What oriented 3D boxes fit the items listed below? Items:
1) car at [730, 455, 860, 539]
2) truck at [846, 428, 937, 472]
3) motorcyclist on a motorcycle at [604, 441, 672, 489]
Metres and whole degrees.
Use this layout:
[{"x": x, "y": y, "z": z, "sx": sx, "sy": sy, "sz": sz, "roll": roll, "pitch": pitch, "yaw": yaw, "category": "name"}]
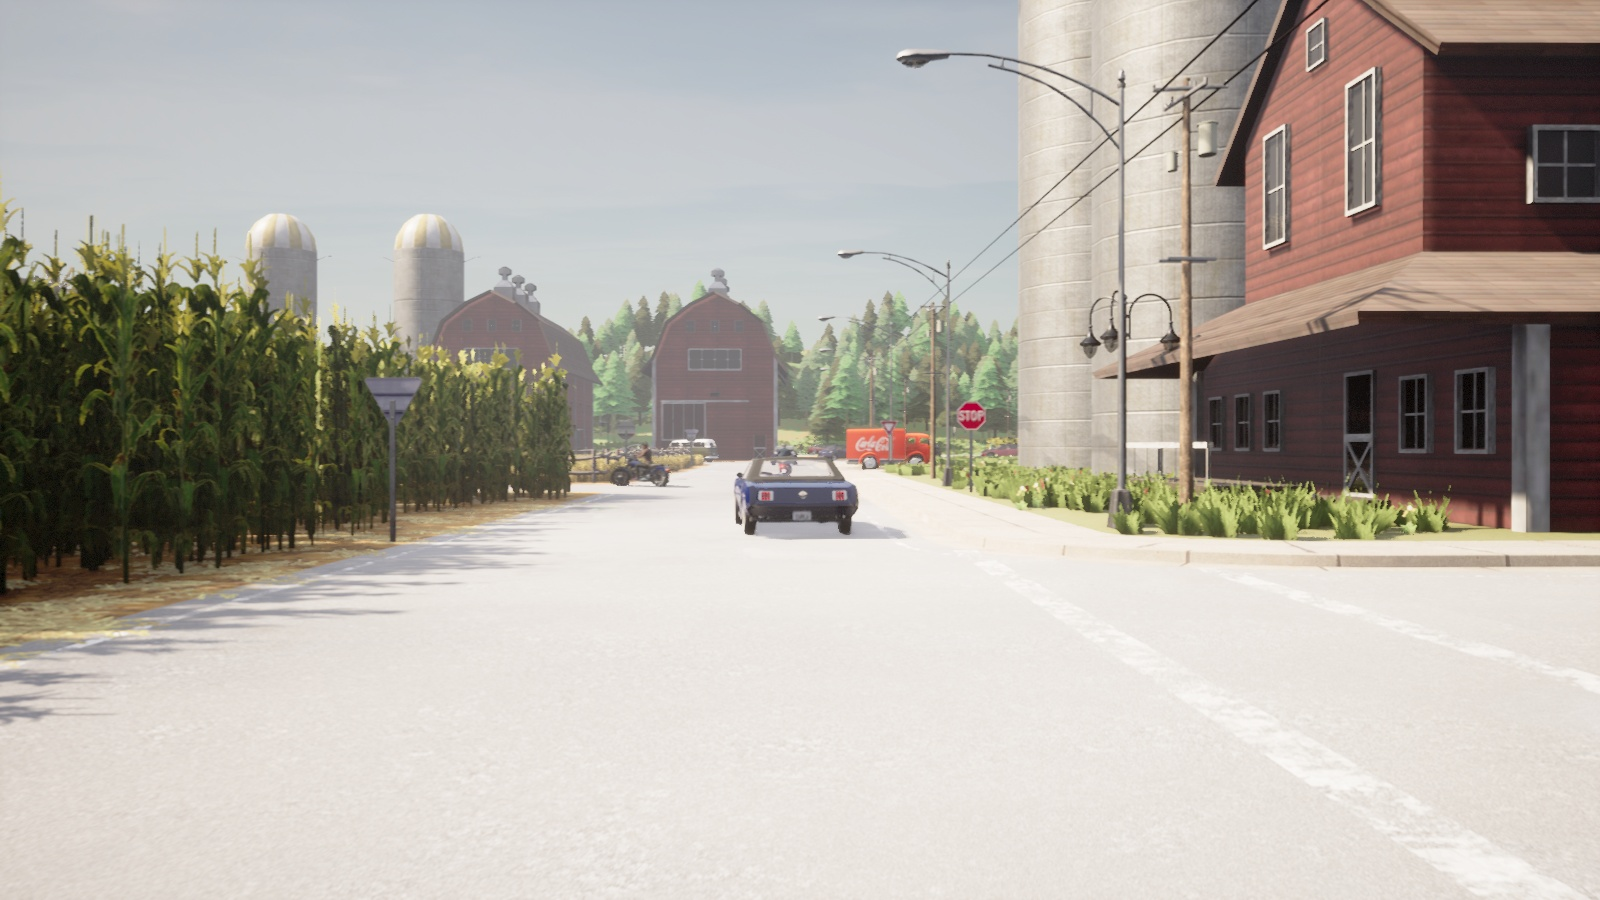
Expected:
[{"x": -0.208, "y": 0.765, "z": 22.555, "sx": 1.895, "sy": 1.301, "sz": 4.718, "roll": 0, "pitch": 0, "yaw": -6, "category": "car"}, {"x": 5.347, "y": 0.001, "z": 72.861, "sx": 5.204, "sy": 2.467, "sz": 2.627, "roll": 0, "pitch": 0, "yaw": 6, "category": "truck"}, {"x": -5.823, "y": 0.526, "z": 45.121, "sx": 2.350, "sy": 1.649, "sz": 0.766, "roll": 0, "pitch": 2, "yaw": 25, "category": "motorcyclist on a motorcycle"}]
